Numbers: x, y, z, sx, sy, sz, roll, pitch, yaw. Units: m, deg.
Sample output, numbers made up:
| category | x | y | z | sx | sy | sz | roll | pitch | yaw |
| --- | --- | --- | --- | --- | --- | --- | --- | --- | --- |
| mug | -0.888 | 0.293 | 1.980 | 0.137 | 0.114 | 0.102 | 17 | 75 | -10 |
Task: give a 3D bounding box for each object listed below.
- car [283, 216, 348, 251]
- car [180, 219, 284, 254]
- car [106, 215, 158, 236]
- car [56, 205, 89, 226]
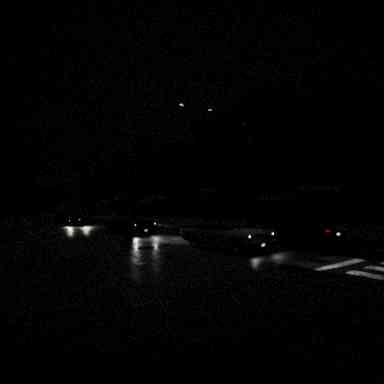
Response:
| category | x | y | z | sx | sy | sz | roll | pitch | yaw |
| --- | --- | --- | --- | --- | --- | --- | --- | --- | --- |
| car | 4.971 | 1.800 | 15.576 | 1.994 | 1.385 | 4.181 | -1 | -2 | -36 |
| car | 1.545 | 1.915 | 15.289 | 1.895 | 1.301 | 4.718 | 0 | -2 | -38 |
| car | -4.291 | 2.265 | 23.420 | 1.895 | 1.301 | 4.718 | 0 | -2 | -36 |
| car | -12.762 | 2.451 | 35.236 | 2.150 | 2.045 | 5.566 | -1 | -1 | -35 |
